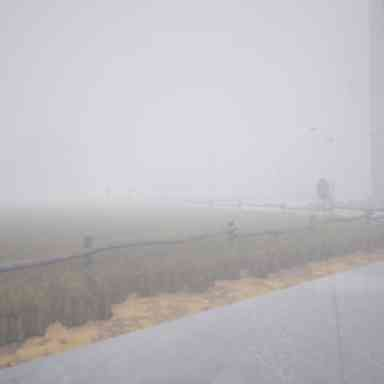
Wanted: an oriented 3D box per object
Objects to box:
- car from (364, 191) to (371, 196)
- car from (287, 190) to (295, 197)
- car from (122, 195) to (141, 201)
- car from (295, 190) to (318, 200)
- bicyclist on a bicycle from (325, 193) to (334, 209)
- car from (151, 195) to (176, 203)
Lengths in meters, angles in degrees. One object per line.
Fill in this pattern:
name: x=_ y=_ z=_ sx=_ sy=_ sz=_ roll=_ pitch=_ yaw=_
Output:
car: x=41.513 y=0.217 z=76.044 sx=1.905 sy=1.878 sz=3.866 roll=-1 pitch=1 yaw=-37
car: x=25.414 y=0.361 z=80.548 sx=1.932 sy=1.855 sz=4.605 roll=-1 pitch=1 yaw=-37
car: x=-10.305 y=1.180 z=56.905 sx=1.812 sy=1.442 sz=4.674 roll=-1 pitch=1 yaw=-37
car: x=22.139 y=0.726 z=61.540 sx=2.242 sy=1.667 sz=4.611 roll=-1 pitch=1 yaw=-37
bicyclist on a bicycle: x=13.100 y=0.898 z=31.656 sx=1.656 sy=1.620 sz=0.582 roll=-1 pitch=1 yaw=-36
car: x=-4.216 y=1.131 z=48.744 sx=1.882 sy=1.535 sz=5.008 roll=-1 pitch=1 yaw=-36
